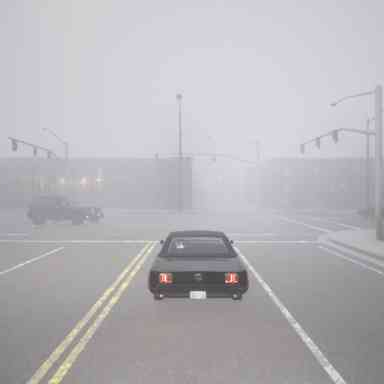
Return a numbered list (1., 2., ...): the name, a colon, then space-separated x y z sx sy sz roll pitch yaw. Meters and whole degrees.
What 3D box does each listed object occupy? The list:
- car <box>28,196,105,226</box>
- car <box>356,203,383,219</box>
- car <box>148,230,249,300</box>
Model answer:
1. car: -8.919 1.260 23.542 5.566 2.045 2.150 -1 0 20
2. car: 16.895 1.611 28.742 4.718 1.301 1.895 0 0 0
3. car: 0.122 1.604 8.329 1.895 1.301 4.718 0 0 0
